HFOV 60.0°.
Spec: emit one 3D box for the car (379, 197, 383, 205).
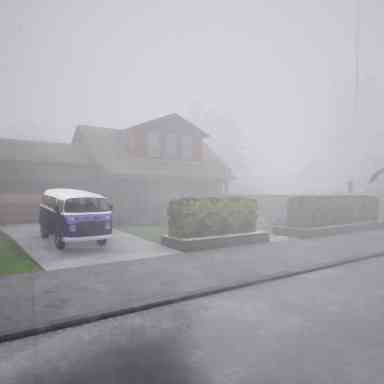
[{"bbox_3d":[24.700,0.985,41.441,3.866,1.878,1.905,0,0,0],"label":"car"}]
